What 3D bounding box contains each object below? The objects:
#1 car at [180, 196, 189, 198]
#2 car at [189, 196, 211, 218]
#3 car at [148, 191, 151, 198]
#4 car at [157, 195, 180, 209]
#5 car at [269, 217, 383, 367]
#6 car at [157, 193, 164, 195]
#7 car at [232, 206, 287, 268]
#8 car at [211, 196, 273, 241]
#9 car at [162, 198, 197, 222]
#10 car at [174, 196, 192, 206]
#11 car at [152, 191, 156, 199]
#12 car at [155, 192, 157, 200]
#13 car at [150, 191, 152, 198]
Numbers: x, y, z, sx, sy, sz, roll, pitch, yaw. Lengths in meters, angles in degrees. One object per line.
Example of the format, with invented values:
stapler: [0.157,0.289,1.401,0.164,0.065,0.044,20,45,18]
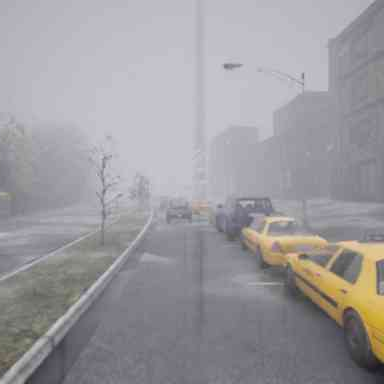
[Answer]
car: [-0.286,1.346,44.434,1.946,1.575,5.366,0,0,-8]
car: [1.176,1.397,33.513,1.946,1.575,5.366,0,0,-6]
car: [-10.372,1.030,93.248,2.163,1.488,4.792,0,0,-12]
car: [-3.122,1.429,42.856,1.994,1.385,4.181,0,0,-8]
car: [3.012,1.477,5.735,1.946,1.575,5.366,0,0,0]
car: [-5.631,1.184,71.537,2.231,1.521,4.892,0,0,-12]
car: [2.853,1.471,11.297,1.946,1.575,5.366,0,0,-2]
car: [2.593,1.212,16.701,2.435,2.045,5.566,0,0,-3]
car: [-1.058,1.440,25.479,2.128,1.511,4.902,0,0,-5]
car: [-1.425,1.344,51.382,2.163,1.488,4.792,0,0,-9]
car: [-8.005,1.126,82.409,2.163,1.488,4.792,0,0,-12]
car: [-6.815,1.181,76.961,2.002,1.452,4.674,0,0,-12]
car: [-9.181,1.090,87.798,2.002,1.452,4.674,0,0,-12]
